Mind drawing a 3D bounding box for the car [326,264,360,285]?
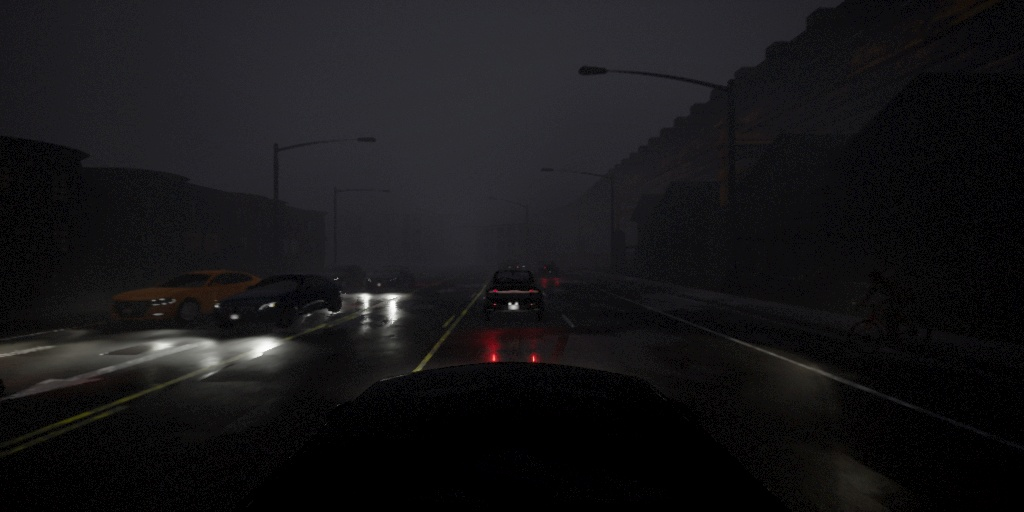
[{"bbox_3d":[-10.690,1.266,22.425,1.837,1.490,4.892,0,0,0],"label":"car"}]

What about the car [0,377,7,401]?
[{"bbox_3d":[-7.095,1.330,2.498,1.994,1.385,4.181,0,0,0],"label":"car"}]

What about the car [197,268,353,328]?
[{"bbox_3d":[-7.142,1.286,11.547,1.812,1.442,4.674,0,0,0],"label":"car"}]

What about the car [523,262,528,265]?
[{"bbox_3d":[0.781,1.283,47.498,1.994,1.385,4.181,0,0,-21],"label":"car"}]

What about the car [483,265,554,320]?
[{"bbox_3d":[0.040,1.235,12.592,2.128,1.511,4.902,0,0,0],"label":"car"}]

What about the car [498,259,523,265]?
[{"bbox_3d":[-0.342,1.081,36.327,2.097,1.767,4.553,0,0,-3],"label":"car"}]

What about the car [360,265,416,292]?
[{"bbox_3d":[-7.192,1.280,21.751,1.812,1.442,4.674,0,0,0],"label":"car"}]

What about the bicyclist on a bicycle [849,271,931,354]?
[{"bbox_3d":[7.508,1.109,7.176,1.656,1.620,0.582,-6,0,0],"label":"bicyclist on a bicycle"}]

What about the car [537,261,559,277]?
[{"bbox_3d":[3.258,1.214,34.484,2.128,1.511,4.902,0,0,-3],"label":"car"}]

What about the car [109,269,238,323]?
[{"bbox_3d":[-10.647,1.245,12.431,1.882,1.535,5.008,0,0,0],"label":"car"}]
